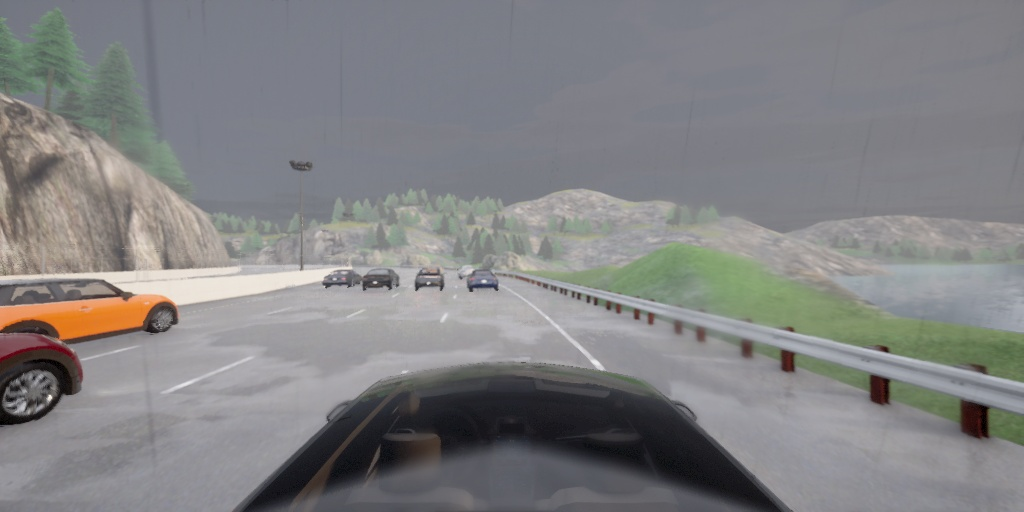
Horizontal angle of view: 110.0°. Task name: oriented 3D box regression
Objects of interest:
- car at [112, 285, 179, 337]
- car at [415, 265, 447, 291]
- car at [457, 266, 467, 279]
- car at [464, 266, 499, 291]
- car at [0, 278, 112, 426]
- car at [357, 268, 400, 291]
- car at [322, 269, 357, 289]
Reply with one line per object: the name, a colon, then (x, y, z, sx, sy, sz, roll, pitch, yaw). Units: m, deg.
car: (-10.816, 1.308, 8.698, 2.097, 1.767, 4.553, -1, -1, -4)
car: (-5.641, 1.576, 24.981, 2.128, 1.511, 4.902, -1, -1, -9)
car: (-5.013, 1.783, 39.960, 1.812, 1.442, 4.674, 0, -1, -13)
car: (-2.068, 1.608, 24.706, 1.994, 1.385, 4.181, -1, -1, -8)
car: (-6.985, 1.198, 3.053, 2.097, 1.767, 4.553, -1, -1, -2)
car: (-9.317, 1.618, 25.807, 1.882, 1.535, 5.008, 0, -1, -9)
car: (-13.253, 1.763, 28.346, 2.033, 1.411, 5.357, -1, -1, -10)
